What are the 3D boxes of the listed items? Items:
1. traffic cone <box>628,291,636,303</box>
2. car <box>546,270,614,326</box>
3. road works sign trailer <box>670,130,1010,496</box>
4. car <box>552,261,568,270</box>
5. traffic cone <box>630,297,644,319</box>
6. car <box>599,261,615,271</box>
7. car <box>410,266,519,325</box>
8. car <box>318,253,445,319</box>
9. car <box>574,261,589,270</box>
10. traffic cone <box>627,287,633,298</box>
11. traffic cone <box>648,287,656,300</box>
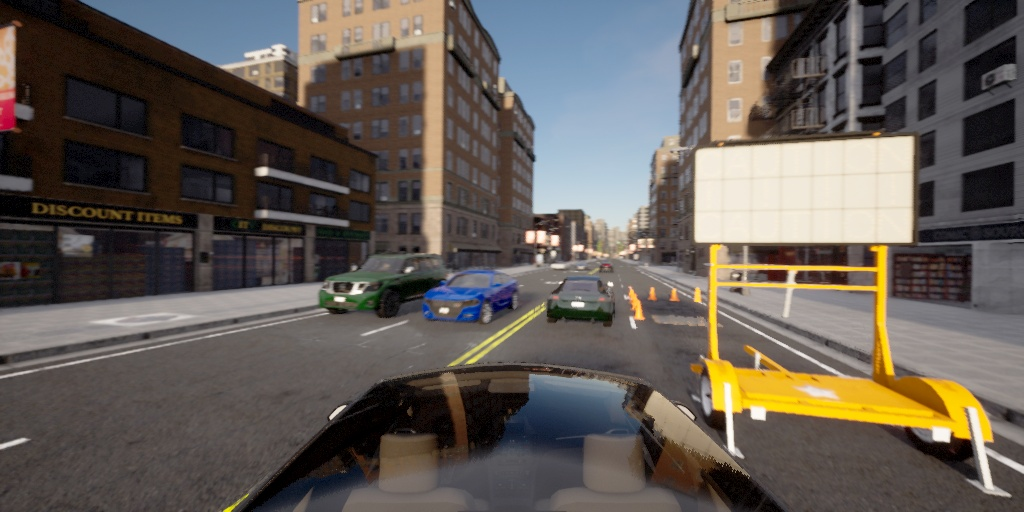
[{"bbox_3d":[4.728,1.768,13.778,0.340,0.580,0.340,0,0,16],"label":"traffic cone"},{"bbox_3d":[2.410,1.346,12.058,1.994,1.385,4.181,1,0,16],"label":"car"},{"bbox_3d":[3.600,0.262,4.743,2.380,3.560,2.880,0,0,16],"label":"road works sign trailer"},{"bbox_3d":[7.070,1.449,52.913,1.895,1.301,4.718,1,0,16],"label":"car"},{"bbox_3d":[4.182,1.761,11.854,0.340,0.580,0.340,0,0,16],"label":"traffic cone"},{"bbox_3d":[13.153,1.435,49.924,1.837,1.490,4.892,1,0,16],"label":"car"},{"bbox_3d":[-1.159,1.212,12.112,1.882,1.535,5.008,1,0,16],"label":"car"},{"bbox_3d":[-4.258,0.916,13.083,2.150,2.045,5.566,1,0,16],"label":"car"},{"bbox_3d":[10.176,1.416,51.957,1.812,1.442,4.674,1,0,16],"label":"car"},{"bbox_3d":[5.274,1.776,15.703,0.340,0.580,0.340,0,0,16],"label":"traffic cone"},{"bbox_3d":[6.781,1.796,17.354,0.340,0.580,0.340,0,0,16],"label":"traffic cone"}]
